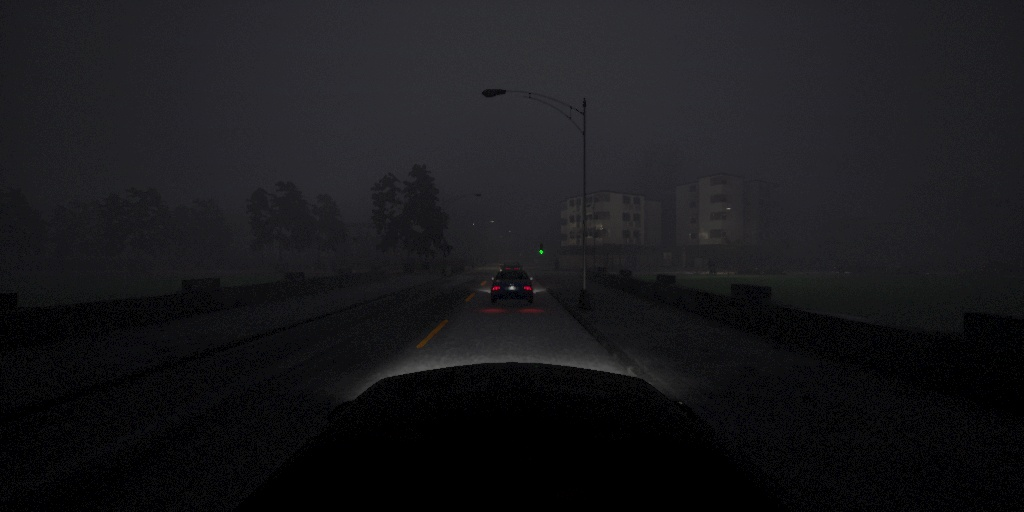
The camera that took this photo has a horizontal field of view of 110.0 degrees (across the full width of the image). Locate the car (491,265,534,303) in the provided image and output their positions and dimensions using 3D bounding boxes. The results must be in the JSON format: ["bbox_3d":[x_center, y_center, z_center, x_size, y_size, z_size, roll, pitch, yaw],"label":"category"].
[{"bbox_3d":[0.000,1.312,16.500,2.033,1.411,5.357,0,0,0],"label":"car"}]

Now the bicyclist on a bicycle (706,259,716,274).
[{"bbox_3d":[20.026,1.097,36.109,0.582,1.620,1.656,0,0,0],"label":"bicyclist on a bicycle"}]

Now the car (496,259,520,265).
[{"bbox_3d":[0.000,1.244,31.500,2.128,1.511,4.902,0,0,0],"label":"car"}]

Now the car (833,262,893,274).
[{"bbox_3d":[39.259,1.366,40.395,4.718,1.301,1.895,0,0,0],"label":"car"}]
